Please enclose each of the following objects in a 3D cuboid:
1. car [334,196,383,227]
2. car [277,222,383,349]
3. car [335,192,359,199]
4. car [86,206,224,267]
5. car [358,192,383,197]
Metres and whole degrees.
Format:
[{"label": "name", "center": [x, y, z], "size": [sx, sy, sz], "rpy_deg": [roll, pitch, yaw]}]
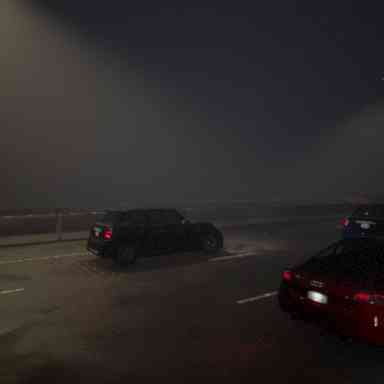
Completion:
[{"label": "car", "center": [7.887, 1.184, 12.703], "size": [4.553, 1.767, 2.097], "rpy_deg": [-1, 1, -30]}, {"label": "car", "center": [3.537, 1.487, 5.974], "size": [4.181, 1.385, 1.994], "rpy_deg": [-1, 1, -32]}, {"label": "car", "center": [21.205, 0.957, 42.481], "size": [5.008, 1.535, 1.882], "rpy_deg": [-1, 0, -21]}, {"label": "car", "center": [-1.107, 1.269, 11.310], "size": [4.553, 1.767, 2.097], "rpy_deg": [-1, 1, -33]}, {"label": "car", "center": [22.495, 1.001, 39.229], "size": [4.892, 1.490, 1.837], "rpy_deg": [0, 0, -21]}]
